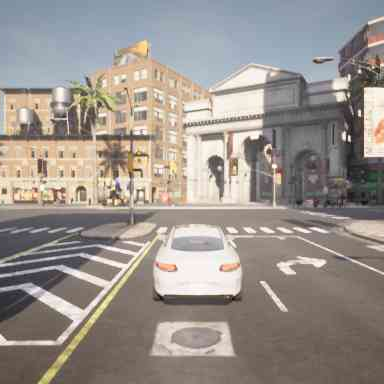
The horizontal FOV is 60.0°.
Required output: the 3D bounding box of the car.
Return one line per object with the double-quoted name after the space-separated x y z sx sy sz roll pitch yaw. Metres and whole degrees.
0.109 1.523 8.211 1.812 1.442 4.674 0 0 0 "car"
